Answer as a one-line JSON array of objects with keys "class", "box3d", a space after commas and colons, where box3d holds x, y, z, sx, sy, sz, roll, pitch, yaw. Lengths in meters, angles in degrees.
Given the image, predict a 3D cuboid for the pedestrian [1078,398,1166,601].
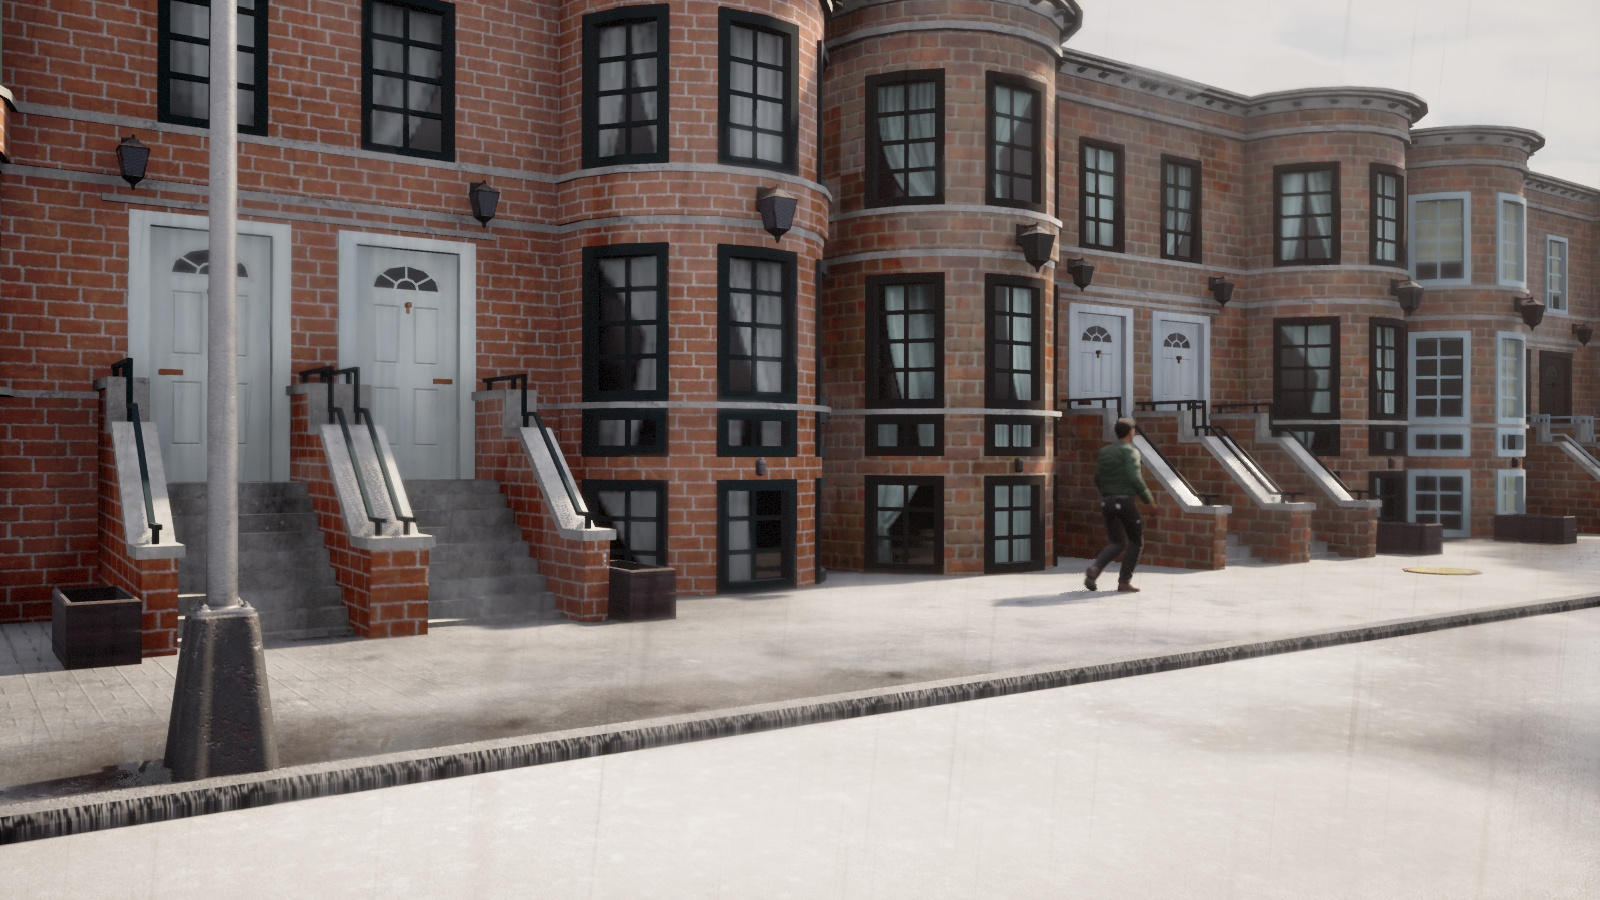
[{"class": "pedestrian", "box3d": [3.201, 0.478, 12.477, 0.788, 1.949, 0.423, 0, 0, -35]}]
